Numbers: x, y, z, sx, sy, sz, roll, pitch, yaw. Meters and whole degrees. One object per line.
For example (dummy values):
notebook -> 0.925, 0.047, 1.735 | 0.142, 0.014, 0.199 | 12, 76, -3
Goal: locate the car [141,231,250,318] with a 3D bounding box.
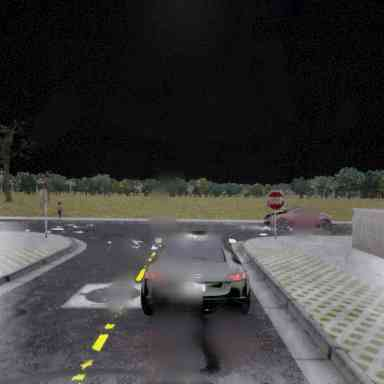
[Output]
car -> 0.087, 1.562, 7.537 | 1.994, 1.385, 4.181 | 0, 0, 1

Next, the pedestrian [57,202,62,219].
pedestrian -> -9.719, 0.998, 24.448 | 0.375, 1.860, 0.375 | 0, -1, 0

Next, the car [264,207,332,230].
car -> 6.846, 1.669, 21.652 | 4.181, 1.385, 1.994 | 1, 0, -1
